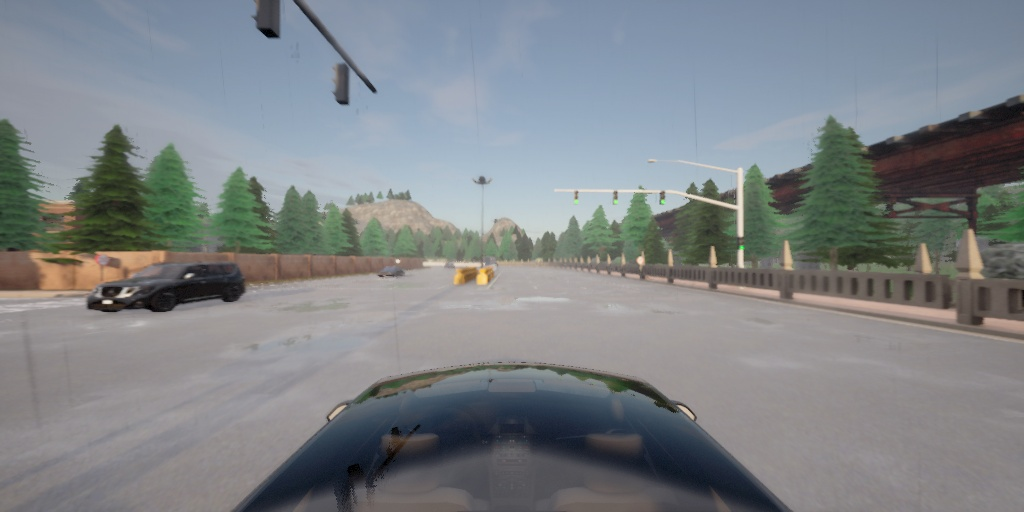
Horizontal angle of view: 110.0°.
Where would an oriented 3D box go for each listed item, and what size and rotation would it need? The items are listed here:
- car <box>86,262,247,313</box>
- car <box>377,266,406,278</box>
[{"bbox_3d":[-14.000,1.273,15.174,2.150,2.045,5.566,0,-1,0],"label":"car"},{"bbox_3d":[-14.007,1.858,41.984,2.033,1.411,5.357,0,-1,0],"label":"car"}]
